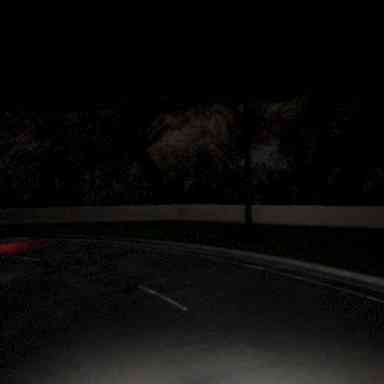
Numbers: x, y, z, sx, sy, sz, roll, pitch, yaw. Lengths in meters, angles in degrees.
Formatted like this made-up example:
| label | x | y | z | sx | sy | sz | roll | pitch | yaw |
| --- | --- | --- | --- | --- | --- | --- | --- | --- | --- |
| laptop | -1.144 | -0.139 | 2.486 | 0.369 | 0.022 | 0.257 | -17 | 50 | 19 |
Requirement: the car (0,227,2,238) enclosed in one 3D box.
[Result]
| label | x | y | z | sx | sy | sz | roll | pitch | yaw |
| --- | --- | --- | --- | --- | --- | --- | --- | --- | --- |
| car | -11.358 | 1.723 | 15.222 | 5.008 | 1.535 | 1.882 | -1 | -1 | 9 |
